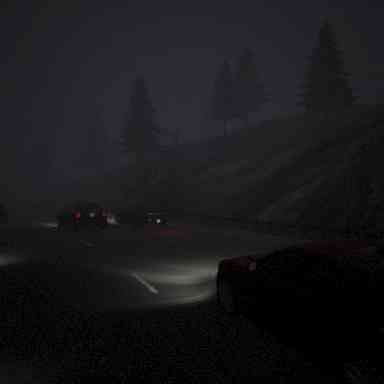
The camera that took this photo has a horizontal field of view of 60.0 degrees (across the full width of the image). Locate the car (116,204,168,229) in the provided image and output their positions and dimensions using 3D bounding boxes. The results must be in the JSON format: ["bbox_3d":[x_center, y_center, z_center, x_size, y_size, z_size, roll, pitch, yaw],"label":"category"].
[{"bbox_3d":[-3.465,1.550,22.238,2.128,1.511,4.902,0,0,-36],"label":"car"}]

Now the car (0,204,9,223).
[{"bbox_3d":[-15.815,1.620,25.919,1.837,1.490,4.892,0,0,-44],"label":"car"}]

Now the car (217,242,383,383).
[{"bbox_3d":[2.045,1.479,4.895,1.882,1.535,5.008,0,0,-21],"label":"car"}]

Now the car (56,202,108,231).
[{"bbox_3d":[-7.169,1.424,21.362,2.097,1.767,4.553,0,0,-36],"label":"car"}]
